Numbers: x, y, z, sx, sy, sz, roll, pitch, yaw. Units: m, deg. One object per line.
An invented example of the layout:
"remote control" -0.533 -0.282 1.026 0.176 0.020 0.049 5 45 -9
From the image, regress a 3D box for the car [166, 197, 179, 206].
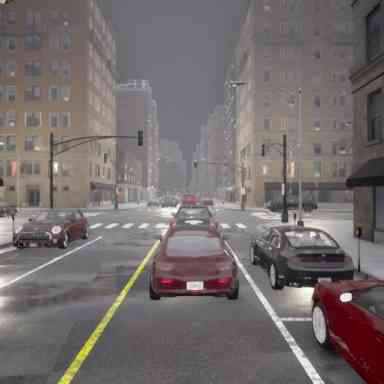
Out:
"car" -3.387 1.617 57.764 1.994 1.385 4.181 0 0 0

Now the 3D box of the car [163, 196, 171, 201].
"car" -6.486 1.717 85.725 1.802 1.307 4.206 0 0 -1

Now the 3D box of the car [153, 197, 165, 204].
"car" -6.229 1.610 63.695 1.887 1.381 4.507 0 0 -1

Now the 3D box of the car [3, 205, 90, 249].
"car" -5.881 1.444 14.318 1.967 1.590 4.097 0 0 0

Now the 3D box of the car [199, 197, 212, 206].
"car" 2.360 1.619 58.282 1.947 1.339 4.313 0 0 -1

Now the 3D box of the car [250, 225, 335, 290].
"car" 2.656 1.553 8.849 2.008 1.369 4.403 0 0 0

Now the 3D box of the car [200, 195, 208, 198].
"car" 2.424 1.587 52.775 1.887 1.381 4.507 0 0 -1

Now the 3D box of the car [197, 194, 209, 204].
"car" 2.232 1.396 69.296 2.192 1.841 5.009 0 0 -1

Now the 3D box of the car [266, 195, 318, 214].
"car" 11.166 1.327 37.233 5.566 2.045 2.150 0 0 -1

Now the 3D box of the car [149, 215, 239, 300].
"car" 0.019 1.528 8.302 1.812 1.442 4.674 0 0 -1

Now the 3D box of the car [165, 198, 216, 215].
"car" 0.064 1.357 15.690 2.097 1.767 4.553 0 0 0

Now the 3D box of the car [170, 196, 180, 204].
"car" -3.441 1.604 68.543 1.812 1.442 4.674 0 0 0

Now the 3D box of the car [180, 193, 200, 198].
"car" -0.346 1.265 52.583 2.150 2.045 5.566 0 0 2

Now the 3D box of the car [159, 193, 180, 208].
"car" -3.277 1.388 48.565 2.097 1.767 4.553 0 0 -1

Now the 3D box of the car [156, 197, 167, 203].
"car" -6.294 1.662 69.202 1.802 1.307 4.206 0 0 -1

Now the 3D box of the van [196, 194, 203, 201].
"van" 1.975 1.499 91.323 1.690 1.788 3.998 0 0 -1

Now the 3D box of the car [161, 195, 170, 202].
"car" -6.421 1.555 80.218 1.967 1.590 4.097 0 0 -1

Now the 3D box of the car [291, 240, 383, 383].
"car" 2.669 1.545 3.358 1.887 1.381 4.507 0 0 0

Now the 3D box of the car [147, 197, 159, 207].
"car" -6.100 1.593 52.679 2.008 1.369 4.403 0 0 -1

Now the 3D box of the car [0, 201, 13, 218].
"car" -17.352 1.251 27.051 4.553 1.767 2.097 0 0 0

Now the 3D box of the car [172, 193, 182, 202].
"car" -3.556 1.336 79.148 2.150 2.045 5.566 0 0 -1

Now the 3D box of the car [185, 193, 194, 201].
"car" -0.655 1.369 87.720 2.150 2.045 5.566 0 0 -1

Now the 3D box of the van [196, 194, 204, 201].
"van" 2.040 1.477 85.817 1.690 1.788 3.998 0 0 -1

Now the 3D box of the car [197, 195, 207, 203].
"car" 2.167 1.537 74.803 1.967 1.590 4.097 0 0 -1

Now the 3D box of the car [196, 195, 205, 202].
"car" 2.103 1.556 80.309 1.967 1.590 4.097 0 0 -1
